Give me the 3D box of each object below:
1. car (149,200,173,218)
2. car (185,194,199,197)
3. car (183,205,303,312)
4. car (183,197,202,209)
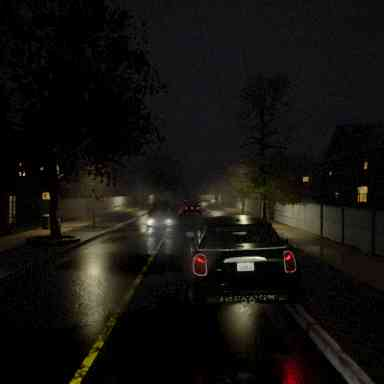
[{"bbox_3d":[-2.766,1.525,30.238,1.837,1.490,4.892,0,0,0],"label":"car"},{"bbox_3d":[0.007,1.257,44.618,2.150,2.045,5.566,0,0,1],"label":"car"},{"bbox_3d":[0.927,1.324,7.887,2.097,1.767,4.553,-2,0,0],"label":"car"},{"bbox_3d":[0.048,1.571,33.966,2.033,1.411,5.357,0,0,1],"label":"car"}]
